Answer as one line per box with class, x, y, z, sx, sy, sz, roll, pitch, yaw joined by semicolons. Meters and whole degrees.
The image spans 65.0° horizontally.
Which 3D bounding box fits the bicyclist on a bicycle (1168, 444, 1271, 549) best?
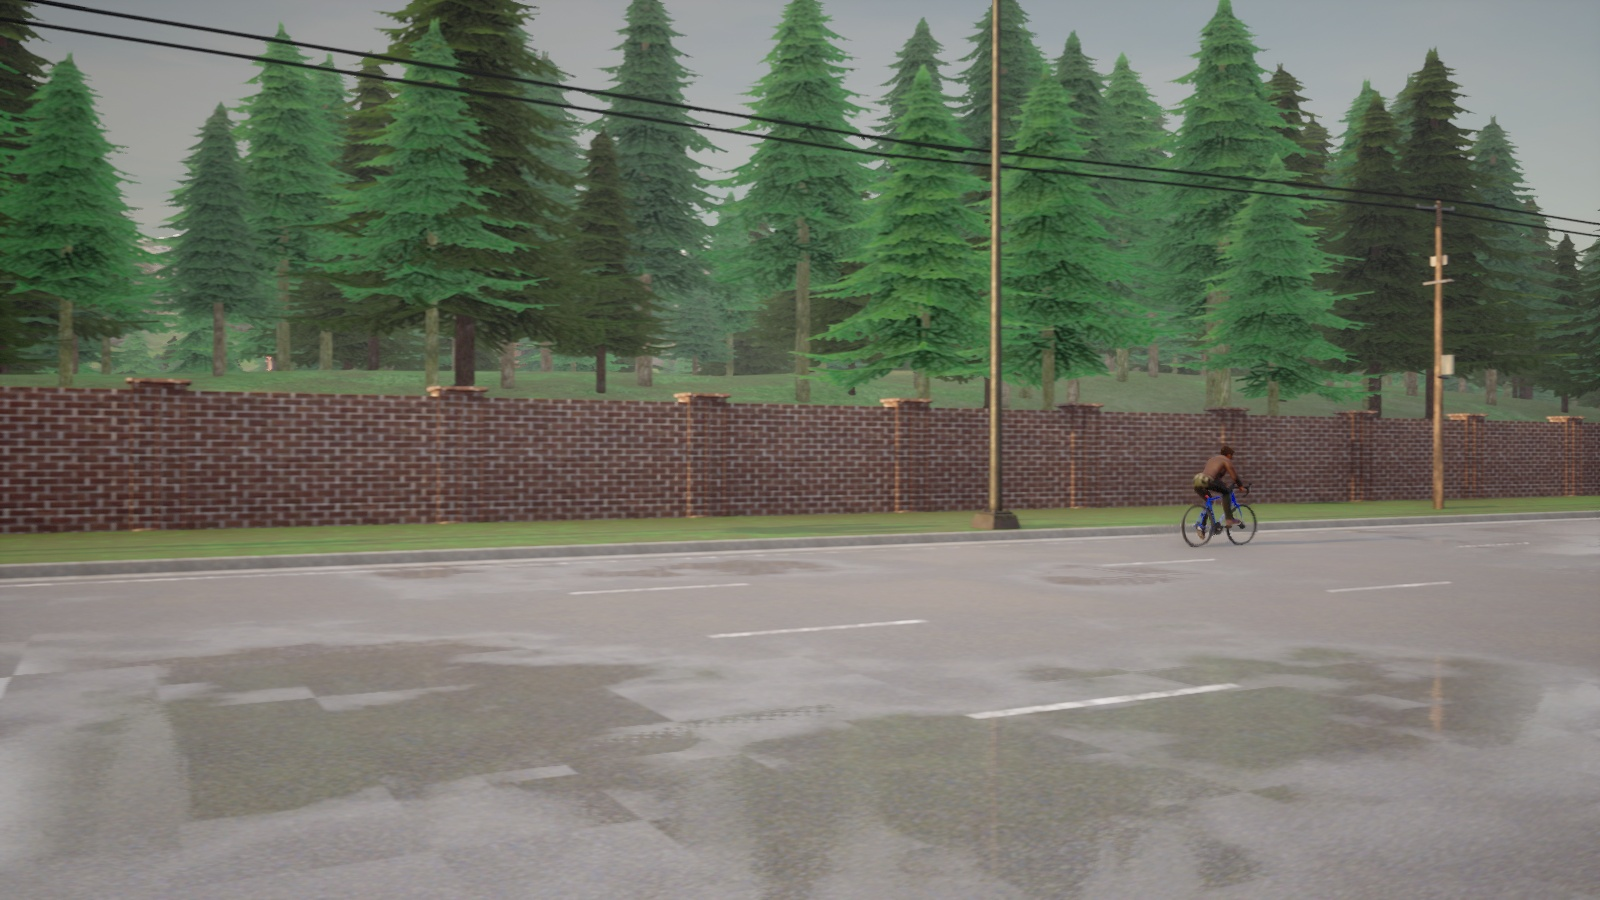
bicyclist on a bicycle;6.712;0.728;20.089;1.656;1.620;0.582;0;0;-28
